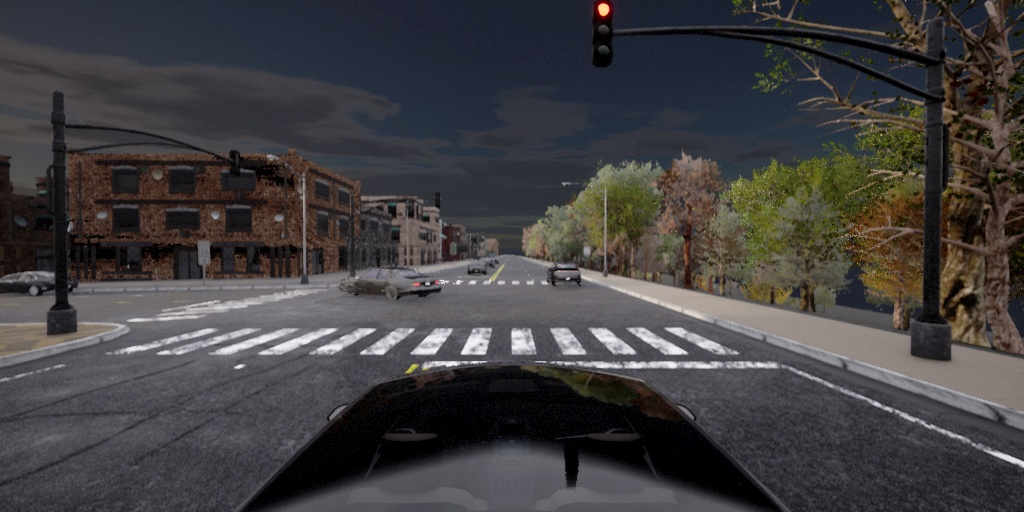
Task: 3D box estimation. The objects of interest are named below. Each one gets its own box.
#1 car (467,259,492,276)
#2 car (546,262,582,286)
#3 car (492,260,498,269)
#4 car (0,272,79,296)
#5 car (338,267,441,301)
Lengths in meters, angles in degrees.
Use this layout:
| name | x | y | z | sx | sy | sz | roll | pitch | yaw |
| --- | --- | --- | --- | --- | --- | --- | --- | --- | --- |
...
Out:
| name | x | y | z | sx | sy | sz | roll | pitch | yaw |
| --- | --- | --- | --- | --- | --- | --- | --- | --- | --- |
| car | -3.317 | 1.121 | 35.584 | 1.837 | 1.490 | 4.892 | 0 | 0 | 0 |
| car | 3.386 | 1.153 | 24.002 | 2.128 | 1.511 | 4.902 | 0 | 0 | 0 |
| car | -3.325 | 1.161 | 50.201 | 1.895 | 1.301 | 4.718 | 0 | 0 | 0 |
| car | -28.288 | 1.597 | 21.063 | 4.403 | 1.370 | 2.007 | 0 | 0 | -1 |
| car | -5.780 | 1.237 | 16.770 | 5.357 | 1.411 | 2.033 | 0 | 0 | 32 |
